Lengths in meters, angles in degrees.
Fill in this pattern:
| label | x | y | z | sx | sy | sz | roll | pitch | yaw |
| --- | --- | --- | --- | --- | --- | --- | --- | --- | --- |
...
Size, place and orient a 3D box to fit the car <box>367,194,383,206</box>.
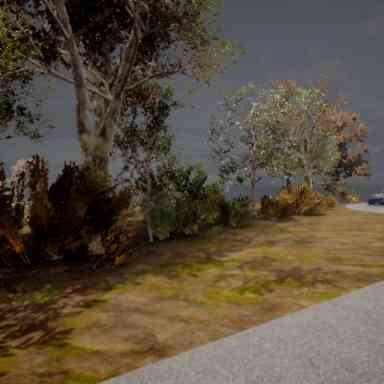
| label | x | y | z | sx | sy | sz | roll | pitch | yaw |
| --- | --- | --- | --- | --- | --- | --- | --- | --- | --- |
| car | 21.480 | 0.940 | 38.184 | 1.895 | 1.301 | 4.718 | 0 | 1 | 37 |
